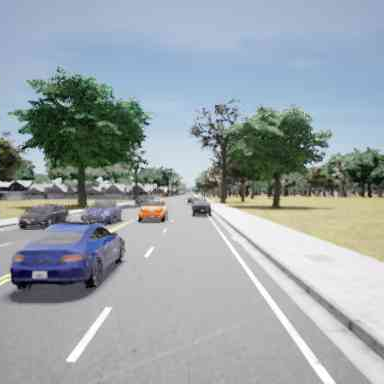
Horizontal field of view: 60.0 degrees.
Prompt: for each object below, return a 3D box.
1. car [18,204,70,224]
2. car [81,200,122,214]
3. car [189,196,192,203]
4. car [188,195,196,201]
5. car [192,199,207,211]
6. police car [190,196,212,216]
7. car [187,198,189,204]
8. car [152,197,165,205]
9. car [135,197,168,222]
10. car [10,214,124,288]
[{"bbox_3d":[-9.845,1.585,22.491,1.837,1.490,4.892,0,0,0],"label":"car"},{"bbox_3d":[-6.594,1.440,24.602,2.097,1.767,4.553,0,0,0],"label":"car"},{"bbox_3d":[0.980,1.538,49.732,2.097,1.767,4.553,0,0,0],"label":"car"},{"bbox_3d":[0.011,1.660,87.372,1.882,1.535,5.008,0,0,0],"label":"car"},{"bbox_3d":[0.980,1.666,43.761,1.837,1.490,4.892,0,0,0],"label":"car"},{"bbox_3d":[0.979,1.547,33.871,1.930,1.638,5.238,0,0,0],"label":"police car"},{"bbox_3d":[0.008,1.654,68.585,1.882,1.535,5.008,0,0,0],"label":"car"},{"bbox_3d":[-6.502,1.740,65.222,1.882,1.535,5.008,0,0,0],"label":"car"},{"bbox_3d":[-3.146,1.451,27.885,2.097,1.767,4.553,0,0,0],"label":"car"},{"bbox_3d":[-3.148,1.557,9.180,1.812,1.442,4.674,0,0,0],"label":"car"}]
